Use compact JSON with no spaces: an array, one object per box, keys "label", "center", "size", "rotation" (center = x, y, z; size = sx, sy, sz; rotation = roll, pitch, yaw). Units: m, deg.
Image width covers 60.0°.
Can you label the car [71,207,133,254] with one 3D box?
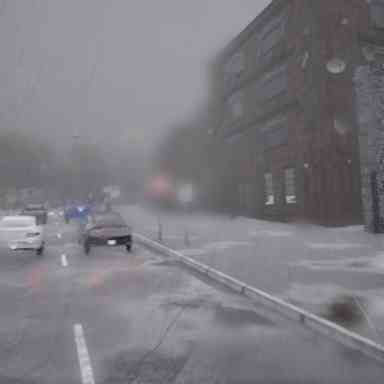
[{"label":"car","center":[-3.882,1.641,14.498],"size":[2.128,1.511,4.902],"rotation":[1,0,-22]}]

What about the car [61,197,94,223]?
[{"label":"car","center":[-9.366,1.389,27.448],"size":[2.150,2.045,5.566],"rotation":[1,0,-23]}]

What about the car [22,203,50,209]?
[{"label":"car","center":[-12.723,1.630,27.070],"size":[2.128,1.511,4.902],"rotation":[1,0,-22]}]

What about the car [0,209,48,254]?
[{"label":"car","center":[-7.021,1.648,13.589],"size":[1.812,1.442,4.674],"rotation":[1,0,-22]}]
